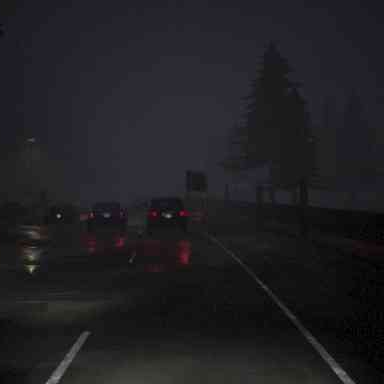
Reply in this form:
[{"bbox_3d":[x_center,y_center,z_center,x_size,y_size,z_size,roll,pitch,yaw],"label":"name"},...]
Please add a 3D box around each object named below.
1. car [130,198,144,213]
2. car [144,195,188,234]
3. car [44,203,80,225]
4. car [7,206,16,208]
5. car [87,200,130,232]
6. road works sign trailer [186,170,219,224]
[{"bbox_3d":[-6.022,1.471,37.842,1.882,1.535,5.008,0,0,-18],"label":"car"},{"bbox_3d":[-1.556,1.219,19.600,2.150,2.045,5.566,-2,2,-8],"label":"car"},{"bbox_3d":[-9.490,1.539,24.522,1.994,1.385,4.181,-3,2,-12],"label":"car"},{"bbox_3d":[-22.932,1.593,42.245,1.895,1.301,4.718,0,0,-25],"label":"car"},{"bbox_3d":[-5.079,1.348,20.455,2.097,1.767,4.553,0,0,-10],"label":"car"},{"bbox_3d":[0.587,0.350,22.787,2.880,3.560,2.380,-3,-4,38],"label":"road works sign trailer"}]
